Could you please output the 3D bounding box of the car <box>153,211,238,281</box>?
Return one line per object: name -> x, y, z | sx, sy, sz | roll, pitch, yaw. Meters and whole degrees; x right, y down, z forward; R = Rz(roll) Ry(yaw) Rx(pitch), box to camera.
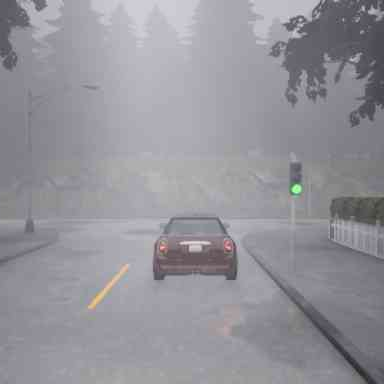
car -> 0.076, 1.352, 10.003 | 2.097, 1.767, 4.553 | 0, 0, 0
